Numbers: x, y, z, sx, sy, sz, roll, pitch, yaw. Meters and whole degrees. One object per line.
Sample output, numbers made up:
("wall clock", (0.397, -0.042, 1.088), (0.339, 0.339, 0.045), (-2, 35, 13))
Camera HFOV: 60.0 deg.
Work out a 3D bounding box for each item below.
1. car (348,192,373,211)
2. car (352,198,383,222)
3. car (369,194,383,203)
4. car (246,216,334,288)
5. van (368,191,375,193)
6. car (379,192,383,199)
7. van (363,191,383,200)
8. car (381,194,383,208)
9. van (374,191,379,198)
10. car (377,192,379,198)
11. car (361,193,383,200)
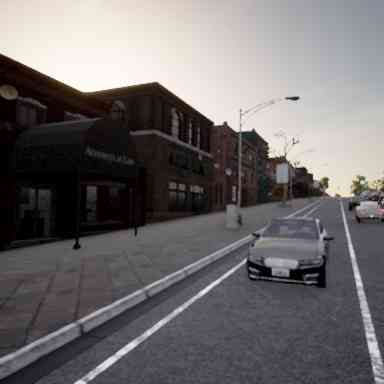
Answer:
("car", (19.550, 1.239, 39.002), (2.097, 1.767, 4.553), (0, 0, 24))
("car", (13.717, 1.478, 25.750), (1.812, 1.442, 4.674), (0, 0, 24))
("car", (35.849, 1.211, 62.162), (4.792, 1.488, 2.163), (0, 0, 24))
("car", (2.934, 1.497, 9.544), (2.128, 1.511, 4.902), (0, 0, 24))
("van", (34.587, 0.972, 59.653), (4.442, 1.987, 1.878), (0, 0, 24))
("car", (25.656, 1.077, 39.082), (5.566, 2.045, 2.435), (0, 0, 24))
("van", (44.939, 0.869, 82.659), (4.442, 1.987, 1.878), (0, 0, 24))
("car", (27.907, 1.170, 44.217), (4.553, 1.767, 2.185), (0, 0, 24))
("van", (30.081, 1.037, 49.385), (4.442, 1.987, 1.878), (0, 0, 24))
("car", (29.091, 1.153, 46.759), (4.553, 1.767, 2.185), (0, 0, 24))
("car", (43.702, 1.102, 80.141), (5.008, 1.535, 2.097), (0, 0, 24))
